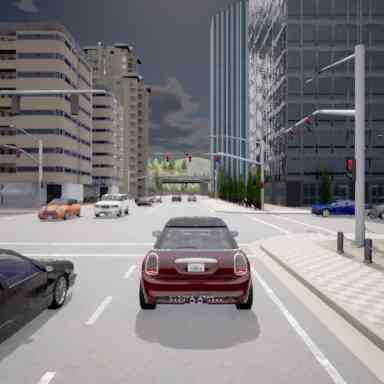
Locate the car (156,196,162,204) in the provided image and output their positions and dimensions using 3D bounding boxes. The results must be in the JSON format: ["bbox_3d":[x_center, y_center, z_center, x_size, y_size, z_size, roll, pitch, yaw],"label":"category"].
[{"bbox_3d":[-7.032,1.490,65.804,2.128,1.511,4.902,0,0,1],"label":"car"}]

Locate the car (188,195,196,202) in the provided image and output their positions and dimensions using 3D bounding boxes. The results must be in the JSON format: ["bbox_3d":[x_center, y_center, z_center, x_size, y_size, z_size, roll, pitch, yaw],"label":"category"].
[{"bbox_3d":[-0.004,1.547,75.859,1.994,1.385,4.181,0,0,0],"label":"car"}]

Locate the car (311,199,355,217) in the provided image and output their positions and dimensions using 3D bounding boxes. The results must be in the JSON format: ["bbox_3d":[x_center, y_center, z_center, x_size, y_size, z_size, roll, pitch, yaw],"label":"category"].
[{"bbox_3d":[13.292,1.422,29.885,5.008,1.535,1.882,0,0,1],"label":"car"}]

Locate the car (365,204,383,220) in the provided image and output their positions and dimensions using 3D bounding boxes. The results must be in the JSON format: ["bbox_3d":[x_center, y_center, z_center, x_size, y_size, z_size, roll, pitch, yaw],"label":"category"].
[{"bbox_3d":[16.279,1.436,26.362,4.902,1.511,2.128,0,0,0],"label":"car"}]

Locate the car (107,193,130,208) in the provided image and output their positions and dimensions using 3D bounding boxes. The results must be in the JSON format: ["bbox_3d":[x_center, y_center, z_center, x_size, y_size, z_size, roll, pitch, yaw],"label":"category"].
[{"bbox_3d":[-10.599,1.222,48.686,2.150,2.045,5.566,0,0,0],"label":"car"}]

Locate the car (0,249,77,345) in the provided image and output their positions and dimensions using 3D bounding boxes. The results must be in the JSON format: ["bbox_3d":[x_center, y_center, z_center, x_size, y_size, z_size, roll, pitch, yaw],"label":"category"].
[{"bbox_3d":[-3.434,1.547,4.790,2.033,1.411,5.357,0,0,0],"label":"car"}]

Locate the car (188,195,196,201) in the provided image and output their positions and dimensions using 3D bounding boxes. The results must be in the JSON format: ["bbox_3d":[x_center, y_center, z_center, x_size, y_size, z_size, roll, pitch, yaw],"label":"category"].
[{"bbox_3d":[-0.004,1.493,84.353,1.812,1.442,4.674,0,0,0],"label":"car"}]

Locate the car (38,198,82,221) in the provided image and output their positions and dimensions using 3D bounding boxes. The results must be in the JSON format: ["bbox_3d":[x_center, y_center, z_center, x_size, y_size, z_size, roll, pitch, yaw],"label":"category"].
[{"bbox_3d":[-10.603,1.321,26.974,2.097,1.767,4.553,0,0,0],"label":"car"}]

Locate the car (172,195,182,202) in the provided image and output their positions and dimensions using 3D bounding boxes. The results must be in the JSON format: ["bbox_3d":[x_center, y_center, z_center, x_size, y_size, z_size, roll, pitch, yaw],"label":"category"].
[{"bbox_3d":[-3.504,1.470,74.743,1.882,1.535,5.008,0,0,0],"label":"car"}]

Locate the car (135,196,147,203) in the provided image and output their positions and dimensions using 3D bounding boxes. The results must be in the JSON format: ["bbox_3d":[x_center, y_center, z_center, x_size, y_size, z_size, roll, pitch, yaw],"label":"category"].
[{"bbox_3d":[-10.504,1.601,68.662,1.895,1.301,4.718,0,0,0],"label":"car"}]

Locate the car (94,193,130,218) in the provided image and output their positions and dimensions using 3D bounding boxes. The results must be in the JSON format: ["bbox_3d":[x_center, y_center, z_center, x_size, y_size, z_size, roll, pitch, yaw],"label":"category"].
[{"bbox_3d":[-7.100,1.177,29.951,2.150,2.045,5.566,0,0,0],"label":"car"}]

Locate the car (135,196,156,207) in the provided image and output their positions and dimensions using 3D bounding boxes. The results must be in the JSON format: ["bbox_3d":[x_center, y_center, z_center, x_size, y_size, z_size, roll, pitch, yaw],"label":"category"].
[{"bbox_3d":[-7.100,1.547,50.128,2.033,1.411,5.357,0,0,0],"label":"car"}]

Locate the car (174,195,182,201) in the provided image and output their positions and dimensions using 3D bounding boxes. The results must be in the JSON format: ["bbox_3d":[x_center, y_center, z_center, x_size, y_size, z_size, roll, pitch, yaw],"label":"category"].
[{"bbox_3d":[-3.504,1.509,84.353,2.033,1.411,5.357,0,0,0],"label":"car"}]

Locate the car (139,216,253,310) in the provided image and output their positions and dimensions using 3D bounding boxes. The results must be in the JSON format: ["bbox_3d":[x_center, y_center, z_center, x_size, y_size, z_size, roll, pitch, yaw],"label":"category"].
[{"bbox_3d":[0.082,1.352,7.988,2.097,1.767,4.553,0,0,0],"label":"car"}]
